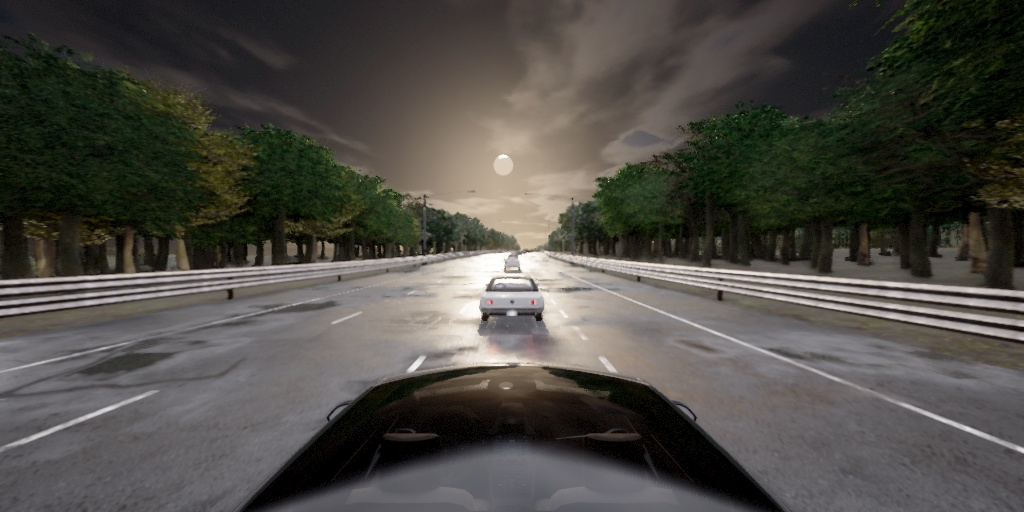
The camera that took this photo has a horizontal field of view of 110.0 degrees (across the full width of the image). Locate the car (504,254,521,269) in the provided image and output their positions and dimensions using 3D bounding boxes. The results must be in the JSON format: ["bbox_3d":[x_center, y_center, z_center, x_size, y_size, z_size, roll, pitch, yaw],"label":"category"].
[{"bbox_3d":[0.025,0.843,42.235,1.812,1.442,4.674,0,1,0],"label":"car"}]

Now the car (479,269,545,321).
[{"bbox_3d":[0.005,1.320,12.346,1.895,1.301,4.718,0,0,0],"label":"car"}]
